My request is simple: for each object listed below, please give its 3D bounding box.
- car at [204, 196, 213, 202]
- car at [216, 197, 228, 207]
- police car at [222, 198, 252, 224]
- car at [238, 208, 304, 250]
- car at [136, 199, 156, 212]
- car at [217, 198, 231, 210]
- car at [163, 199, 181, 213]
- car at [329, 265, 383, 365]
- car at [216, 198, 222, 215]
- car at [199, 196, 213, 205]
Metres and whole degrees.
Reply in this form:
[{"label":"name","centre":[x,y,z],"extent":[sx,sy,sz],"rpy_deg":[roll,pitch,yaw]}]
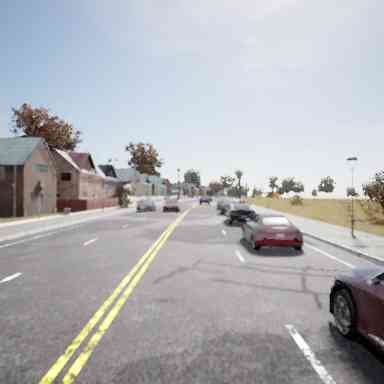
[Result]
[{"label":"car","centre":[4.618,1.849,90.872],"extent":[2.128,1.511,4.902],"rpy_deg":[0,0,6]},{"label":"car","centre":[5.193,1.729,58.336],"extent":[1.882,1.535,5.008],"rpy_deg":[0,0,4]},{"label":"police car","centre":[3.640,1.531,25.653],"extent":[1.930,1.638,5.238],"rpy_deg":[0,0,2]},{"label":"car","centre":[3.380,1.625,14.601],"extent":[1.994,1.385,4.181],"rpy_deg":[0,0,1]},{"label":"car","centre":[-5.600,1.668,41.054],"extent":[2.128,1.511,4.902],"rpy_deg":[0,0,3]},{"label":"car","centre":[4.543,1.705,47.411],"extent":[1.837,1.490,4.892],"rpy_deg":[0,0,3]},{"label":"car","centre":[-2.381,1.650,40.374],"extent":[1.882,1.535,5.008],"rpy_deg":[0,0,3]},{"label":"car","centre":[3.258,1.449,3.658],"extent":[2.033,1.649,4.856],"rpy_deg":[0,0,0]},{"label":"car","centre":[4.023,1.644,36.480],"extent":[2.128,1.511,4.902],"rpy_deg":[0,0,2]},{"label":"car","centre":[2.541,1.622,67.338],"extent":[2.097,1.767,4.553],"rpy_deg":[0,0,5]}]
